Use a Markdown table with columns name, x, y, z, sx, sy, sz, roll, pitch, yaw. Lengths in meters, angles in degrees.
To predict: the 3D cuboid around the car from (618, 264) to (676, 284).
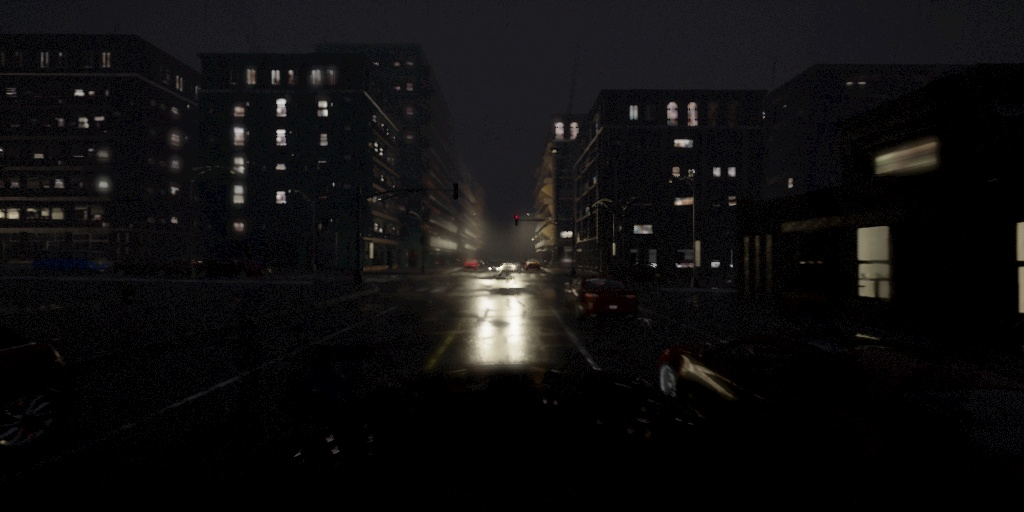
| name | x | y | z | sx | sy | sz | roll | pitch | yaw |
| --- | --- | --- | --- | --- | --- | --- | --- | --- | --- |
| car | 10.453 | 1.423 | 28.611 | 5.008 | 1.535 | 1.882 | 1 | 0 | -1 |

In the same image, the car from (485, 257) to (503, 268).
| name | x | y | z | sx | sy | sz | roll | pitch | yaw |
| --- | --- | --- | --- | --- | --- | --- | --- | --- | --- |
| car | -3.010 | 1.276 | 60.616 | 1.994 | 1.385 | 4.181 | 0 | 0 | 1 |

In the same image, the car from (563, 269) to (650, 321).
| name | x | y | z | sx | sy | sz | roll | pitch | yaw |
| --- | --- | --- | --- | --- | --- | --- | --- | --- | --- |
| car | 2.826 | 1.285 | 12.243 | 1.888 | 1.381 | 4.507 | 0 | 0 | 0 |

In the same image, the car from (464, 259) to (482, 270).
| name | x | y | z | sx | sy | sz | roll | pitch | yaw |
| --- | --- | --- | --- | --- | --- | --- | --- | --- | --- |
| car | -5.757 | 1.260 | 50.940 | 1.888 | 1.381 | 4.507 | 0 | 0 | 0 |

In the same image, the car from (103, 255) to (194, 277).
| name | x | y | z | sx | sy | sz | roll | pitch | yaw |
| --- | --- | --- | --- | --- | --- | --- | --- | --- | --- |
| car | -25.679 | 0.785 | 25.597 | 4.507 | 1.381 | 1.888 | 0 | 0 | 0 |

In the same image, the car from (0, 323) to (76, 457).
| name | x | y | z | sx | sy | sz | roll | pitch | yaw |
| --- | --- | --- | --- | --- | --- | --- | --- | --- | --- |
| car | -5.818 | 1.190 | 2.145 | 1.967 | 1.591 | 4.097 | 0 | 0 | 0 |

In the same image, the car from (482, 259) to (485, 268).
| name | x | y | z | sx | sy | sz | roll | pitch | yaw |
| --- | --- | --- | --- | --- | --- | --- | --- | --- | --- |
| car | -5.662 | 1.263 | 61.042 | 2.007 | 1.370 | 4.403 | 0 | 0 | 0 |

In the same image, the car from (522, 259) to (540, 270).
| name | x | y | z | sx | sy | sz | roll | pitch | yaw |
| --- | --- | --- | --- | --- | --- | --- | --- | --- | --- |
| car | 2.825 | 1.155 | 49.714 | 1.967 | 1.591 | 4.097 | 0 | 0 | 0 |

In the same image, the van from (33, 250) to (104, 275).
| name | x | y | z | sx | sy | sz | roll | pitch | yaw |
| --- | --- | --- | --- | --- | --- | --- | --- | --- | --- |
| van | -31.366 | 0.473 | 25.547 | 3.998 | 1.789 | 1.690 | 0 | 0 | 0 |

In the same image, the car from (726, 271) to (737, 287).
| name | x | y | z | sx | sy | sz | roll | pitch | yaw |
| --- | --- | --- | --- | --- | --- | --- | --- | --- | --- |
| car | 17.949 | 1.609 | 25.981 | 4.403 | 1.370 | 2.007 | 0 | 0 | 0 |

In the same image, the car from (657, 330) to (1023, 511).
| name | x | y | z | sx | sy | sz | roll | pitch | yaw |
| --- | --- | --- | --- | --- | --- | --- | --- | --- | --- |
| car | 2.822 | 1.331 | 3.242 | 1.802 | 1.307 | 4.207 | 0 | 0 | 0 |

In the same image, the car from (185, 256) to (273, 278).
| name | x | y | z | sx | sy | sz | roll | pitch | yaw |
| --- | --- | --- | --- | --- | --- | --- | --- | --- | --- |
| car | -19.998 | 0.891 | 25.571 | 4.507 | 1.381 | 1.888 | 0 | 0 | 0 |
